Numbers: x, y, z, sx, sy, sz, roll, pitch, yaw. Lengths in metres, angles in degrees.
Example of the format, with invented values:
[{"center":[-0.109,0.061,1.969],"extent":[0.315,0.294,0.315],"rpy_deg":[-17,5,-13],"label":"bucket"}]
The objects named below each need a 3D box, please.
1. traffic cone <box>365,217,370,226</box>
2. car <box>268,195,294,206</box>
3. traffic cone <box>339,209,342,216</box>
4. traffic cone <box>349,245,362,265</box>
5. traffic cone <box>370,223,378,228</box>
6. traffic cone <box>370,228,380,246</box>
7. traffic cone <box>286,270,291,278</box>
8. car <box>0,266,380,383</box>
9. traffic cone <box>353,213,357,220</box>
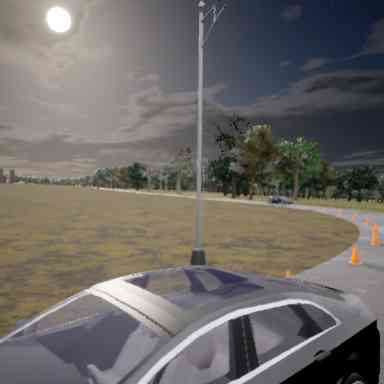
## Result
[{"center":[12.110,2.013,22.901],"extent":[0.340,0.580,0.340],"rpy_deg":[1,0,20],"label":"traffic cone"},{"center":[13.797,1.320,51.925],"extent":[1.837,1.490,4.892],"rpy_deg":[2,0,-24],"label":"car"},{"center":[14.318,1.980,32.075],"extent":[0.340,0.580,0.340],"rpy_deg":[1,1,7],"label":"traffic cone"},{"center":[5.200,1.980,10.588],"extent":[0.340,0.580,0.340],"rpy_deg":[1,0,39],"label":"traffic cone"},{"center":[10.264,2.011,18.551],"extent":[0.340,0.580,0.340],"rpy_deg":[1,0,26],"label":"traffic cone"},{"center":[7.952,2.000,14.430],"extent":[0.340,0.580,0.340],"rpy_deg":[1,0,32],"label":"traffic cone"},{"center":[2.043,1.953,7.072],"extent":[0.340,0.580,0.340],"rpy_deg":[0,0,-45],"label":"traffic cone"},{"center":[-0.289,1.481,2.586],"extent":[4.902,1.511,2.128],"rpy_deg":[0,0,-40],"label":"car"},{"center":[13.467,2.003,27.427],"extent":[0.340,0.580,0.340],"rpy_deg":[1,1,14],"label":"traffic cone"}]
